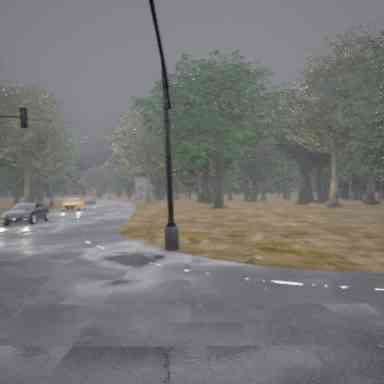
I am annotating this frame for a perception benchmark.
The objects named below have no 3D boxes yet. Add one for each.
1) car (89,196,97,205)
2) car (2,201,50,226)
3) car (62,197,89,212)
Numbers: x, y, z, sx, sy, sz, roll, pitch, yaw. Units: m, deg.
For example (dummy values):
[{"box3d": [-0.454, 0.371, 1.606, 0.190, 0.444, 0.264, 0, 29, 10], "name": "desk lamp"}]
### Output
[{"box3d": [-17.094, 1.511, 56.237, 1.837, 1.490, 4.892, -3, 0, -14], "name": "car"}, {"box3d": [-11.346, 1.421, 23.045, 1.837, 1.490, 4.892, -2, 1, -7], "name": "car"}, {"box3d": [-13.382, 1.396, 37.719, 1.882, 1.535, 5.008, -2, 0, -10], "name": "car"}]
